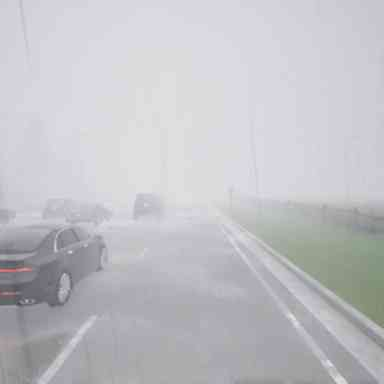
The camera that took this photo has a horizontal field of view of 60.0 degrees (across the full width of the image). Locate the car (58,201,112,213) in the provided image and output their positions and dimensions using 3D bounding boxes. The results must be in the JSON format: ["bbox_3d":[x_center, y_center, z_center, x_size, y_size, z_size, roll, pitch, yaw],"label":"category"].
[{"bbox_3d":[-6.883,1.456,22.710,2.033,1.411,5.357,0,0,0],"label":"car"}]

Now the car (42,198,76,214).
[{"bbox_3d":[-10.383,1.242,27.253,2.097,1.767,4.553,0,0,0],"label":"car"}]

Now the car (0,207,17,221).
[{"bbox_3d":[-13.886,1.459,22.103,2.033,1.411,5.357,0,0,0],"label":"car"}]

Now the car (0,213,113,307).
[{"bbox_3d":[-3.394,1.473,7.867,1.837,1.490,4.892,0,0,0],"label":"car"}]

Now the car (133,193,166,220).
[{"bbox_3d":[-3.382,1.111,27.192,2.150,2.045,5.566,0,0,0],"label":"car"}]
